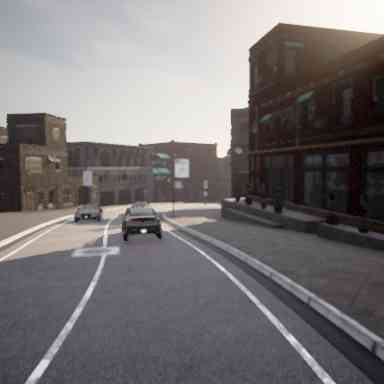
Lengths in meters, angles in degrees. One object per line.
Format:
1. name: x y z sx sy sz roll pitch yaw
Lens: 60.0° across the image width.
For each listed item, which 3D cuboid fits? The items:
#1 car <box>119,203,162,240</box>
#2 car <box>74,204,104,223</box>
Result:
1. car: -2.727 1.543 17.508 1.837 1.490 4.892 -1 0 -13
2. car: -8.437 1.728 27.519 1.994 1.385 4.181 -1 0 -9
